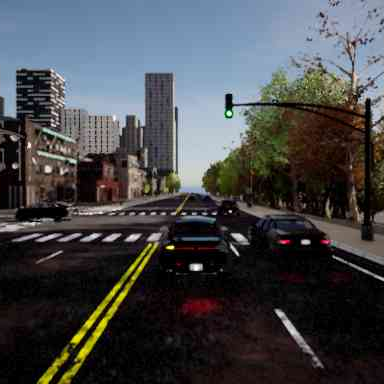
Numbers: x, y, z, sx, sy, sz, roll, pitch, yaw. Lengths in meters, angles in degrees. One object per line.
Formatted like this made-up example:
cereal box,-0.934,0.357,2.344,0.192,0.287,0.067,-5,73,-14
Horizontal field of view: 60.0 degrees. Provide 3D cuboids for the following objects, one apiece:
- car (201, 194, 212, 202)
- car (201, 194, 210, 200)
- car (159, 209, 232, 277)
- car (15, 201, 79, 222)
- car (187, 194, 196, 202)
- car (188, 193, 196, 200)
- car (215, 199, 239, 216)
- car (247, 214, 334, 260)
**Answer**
car,3.240,1.358,71.330,1.812,1.442,4.674,0,0,0
car,3.239,1.189,81.331,2.033,1.411,5.357,0,0,0
car,0.065,1.484,10.122,1.837,1.490,4.892,0,0,-1
car,-11.375,1.497,26.044,4.902,1.511,2.128,-1,0,10
car,-0.010,1.357,71.329,1.812,1.442,4.674,0,0,0
car,-0.011,1.127,81.330,1.882,1.535,5.008,0,0,0
car,3.347,1.438,31.583,1.837,1.490,4.892,0,0,0
car,3.349,1.522,12.310,2.033,1.411,5.357,0,0,0
